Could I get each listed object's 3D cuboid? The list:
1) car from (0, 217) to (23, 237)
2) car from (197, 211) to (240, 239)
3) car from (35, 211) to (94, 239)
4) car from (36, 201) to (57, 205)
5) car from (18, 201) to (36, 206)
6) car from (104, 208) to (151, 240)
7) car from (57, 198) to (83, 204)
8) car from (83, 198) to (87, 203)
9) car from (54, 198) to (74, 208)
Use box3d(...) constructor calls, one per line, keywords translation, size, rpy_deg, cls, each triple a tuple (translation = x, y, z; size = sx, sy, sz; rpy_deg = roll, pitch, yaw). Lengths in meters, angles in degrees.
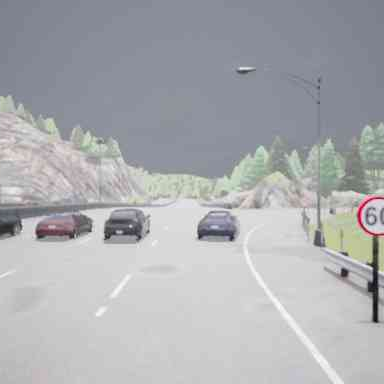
box3d(translation=(-10.396, 1.744, 16.505), size=(1.895, 1.301, 4.718), rpy_deg=(0, -1, 0), cls="car")
box3d(translation=(1.563, 1.724, 18.408), size=(1.994, 1.385, 4.181), rpy_deg=(0, 0, 12), cls="car")
box3d(translation=(-6.900, 1.716, 18.420), size=(1.994, 1.385, 4.181), rpy_deg=(0, -1, 0), cls="car")
box3d(translation=(-24.529, 2.198, 57.572), size=(1.994, 1.385, 4.181), rpy_deg=(0, -2, 1), cls="car")
box3d(translation=(-28.014, 2.226, 57.399), size=(1.895, 1.301, 4.718), rpy_deg=(0, -2, 1), cls="car")
box3d(translation=(-3.395, 1.654, 17.999), size=(1.837, 1.490, 4.892), rpy_deg=(0, 0, 0), cls="car")
box3d(translation=(-21.034, 2.205, 57.676), size=(1.994, 1.385, 4.181), rpy_deg=(0, -2, 1), cls="car")
box3d(translation=(-24.486, 2.423, 72.986), size=(2.150, 2.045, 5.566), rpy_deg=(0, -2, 0), cls="car")
box3d(translation=(-27.986, 2.423, 72.988), size=(2.150, 2.045, 5.566), rpy_deg=(0, -2, 0), cls="car")
